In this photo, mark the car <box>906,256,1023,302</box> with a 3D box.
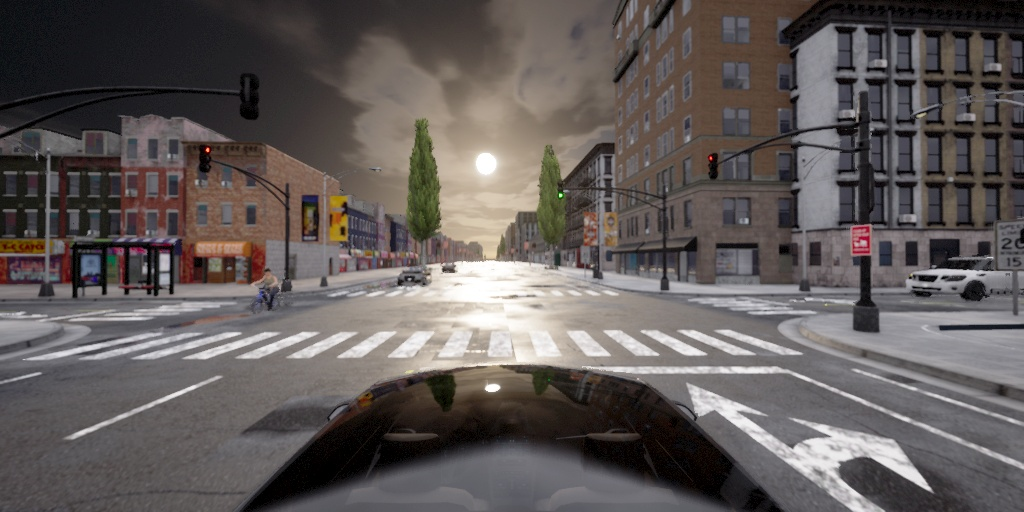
[{"bbox_3d":[22.338,1.030,17.159,5.566,2.045,2.150,0,-1,-4],"label":"car"}]

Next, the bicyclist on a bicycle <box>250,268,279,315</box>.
[{"bbox_3d":[-8.936,1.260,13.041,0.866,1.612,1.509,0,0,-1],"label":"bicyclist on a bicycle"}]

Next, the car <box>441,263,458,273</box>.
[{"bbox_3d":[-8.715,1.640,50.332,2.033,1.411,5.357,0,0,-3],"label":"car"}]

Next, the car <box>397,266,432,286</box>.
[{"bbox_3d":[-7.385,1.487,27.479,1.994,1.385,4.181,0,0,-3],"label":"car"}]
